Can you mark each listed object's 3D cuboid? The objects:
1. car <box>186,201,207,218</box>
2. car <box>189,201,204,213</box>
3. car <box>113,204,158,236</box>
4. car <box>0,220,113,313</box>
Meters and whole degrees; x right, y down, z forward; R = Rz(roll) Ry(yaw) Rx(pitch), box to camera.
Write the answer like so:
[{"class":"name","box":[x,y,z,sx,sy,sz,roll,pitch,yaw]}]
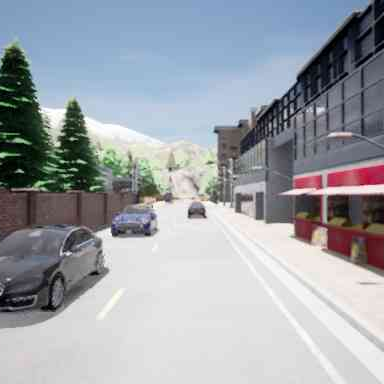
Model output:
[{"class":"car","box":[0.491,1.868,34.202,1.837,1.490,4.892,0,-1,1]},{"class":"car","box":[0.613,1.978,44.614,1.837,1.490,4.892,0,0,1]},{"class":"car","box":[-3.308,1.559,19.878,2.097,1.767,4.553,0,-1,1]},{"class":"car","box":[-3.517,1.589,8.014,1.837,1.490,4.892,0,-1,1]}]
